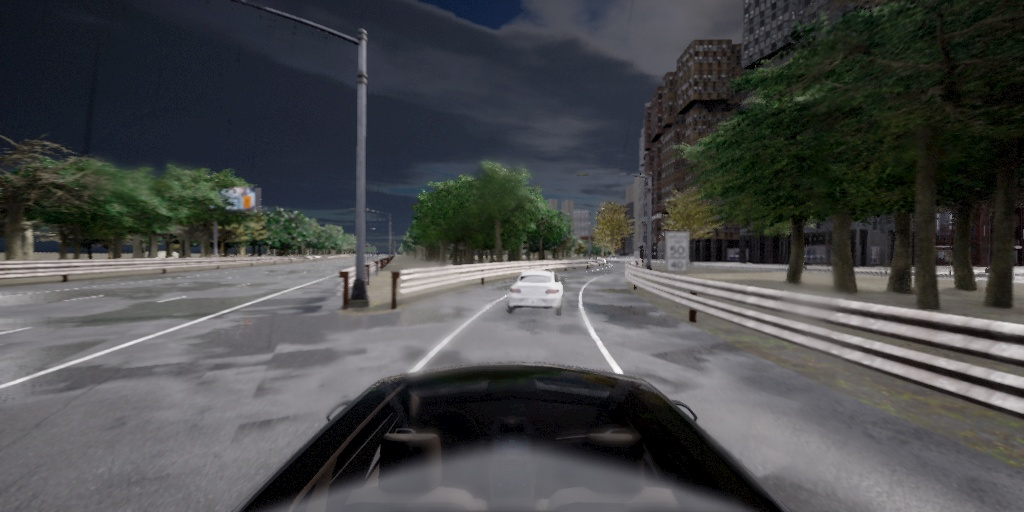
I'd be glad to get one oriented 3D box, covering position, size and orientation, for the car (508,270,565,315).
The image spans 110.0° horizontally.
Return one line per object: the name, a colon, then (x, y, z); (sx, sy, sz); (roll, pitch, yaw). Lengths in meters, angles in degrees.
car: (0.977, 1.249, 13.423); (1.812, 1.442, 4.674); (0, 0, 8)
